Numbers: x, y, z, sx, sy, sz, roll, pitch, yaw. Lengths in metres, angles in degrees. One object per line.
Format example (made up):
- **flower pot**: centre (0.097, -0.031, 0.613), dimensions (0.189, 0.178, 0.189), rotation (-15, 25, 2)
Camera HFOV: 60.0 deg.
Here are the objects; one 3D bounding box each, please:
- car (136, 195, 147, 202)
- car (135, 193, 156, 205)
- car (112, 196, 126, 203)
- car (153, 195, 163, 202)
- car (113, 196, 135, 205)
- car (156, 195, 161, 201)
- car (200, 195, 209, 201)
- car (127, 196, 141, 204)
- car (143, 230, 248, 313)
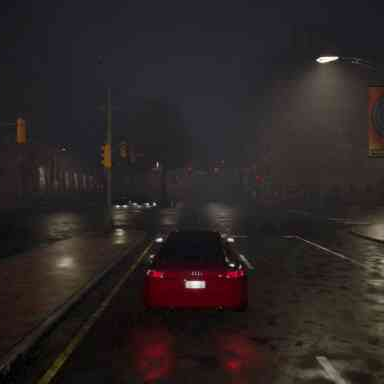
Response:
- **car**: centre (-11.544, 1.478, 76.597), dimensions (1.882, 1.535, 5.008), rotation (0, 0, 0)
- **car**: centre (-8.114, 1.221, 58.599), dimensions (2.150, 2.045, 5.566), rotation (0, 0, 0)
- **car**: centre (-14.789, 1.595, 67.840), dimensions (1.895, 1.301, 4.718), rotation (0, 0, 0)
- **car**: centre (-8.045, 1.500, 78.602), dimensions (1.837, 1.490, 4.892), rotation (0, 0, 0)
- **car**: centre (-11.615, 1.564, 56.884), dimensions (1.994, 1.385, 4.181), rotation (0, 0, 0)
- **car**: centre (-8.044, 1.601, 68.399), dimensions (1.895, 1.301, 4.718), rotation (0, 0, 0)
- **car**: centre (3.450, 1.553, 87.123), dimensions (1.994, 1.385, 4.181), rotation (0, 0, 0)
- **car**: centre (-11.565, 1.564, 66.178), dimensions (1.994, 1.385, 4.181), rotation (0, 0, 0)
- **car**: centre (0.070, 1.564, 7.736), dimensions (1.994, 1.385, 4.181), rotation (0, 0, 0)
